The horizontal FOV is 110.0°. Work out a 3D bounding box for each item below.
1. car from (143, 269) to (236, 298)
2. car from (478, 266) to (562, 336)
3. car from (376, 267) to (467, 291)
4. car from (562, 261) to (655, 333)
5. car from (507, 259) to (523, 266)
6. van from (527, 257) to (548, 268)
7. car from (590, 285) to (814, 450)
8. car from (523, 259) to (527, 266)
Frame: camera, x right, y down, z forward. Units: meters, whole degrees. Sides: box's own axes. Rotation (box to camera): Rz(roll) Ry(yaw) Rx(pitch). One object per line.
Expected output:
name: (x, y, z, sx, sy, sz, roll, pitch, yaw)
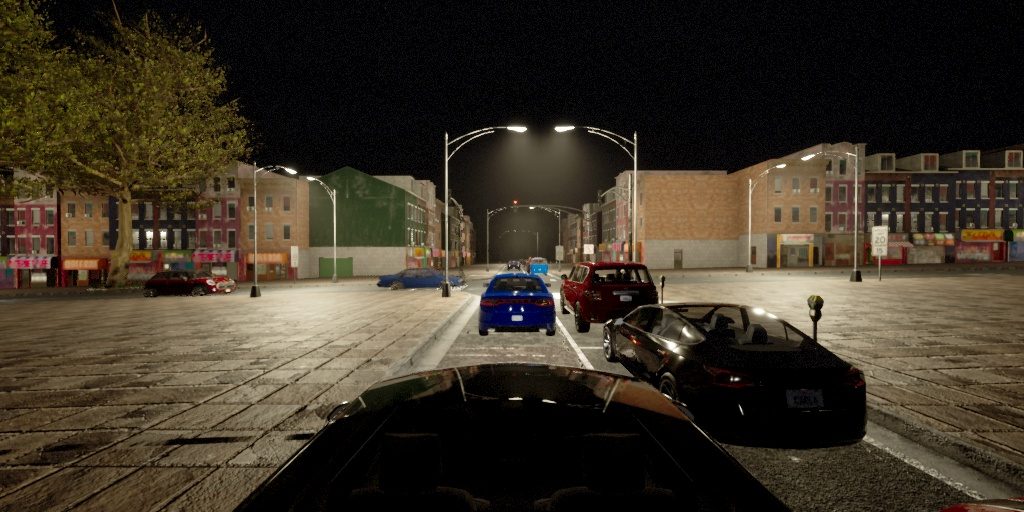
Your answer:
car: (-20.095, 1.646, 22.501, 4.553, 1.767, 2.097, -2, 1, 0)
car: (0.144, 1.227, 10.419, 1.882, 1.535, 5.008, 0, 0, 1)
car: (-5.604, 1.429, 22.464, 5.357, 1.411, 2.033, -1, 1, 0)
car: (2.666, 1.064, 10.695, 2.192, 1.841, 5.009, 0, 0, 0)
car: (0.290, 1.386, 53.199, 1.895, 1.301, 4.718, 0, 0, 0)
van: (2.760, 1.104, 37.056, 1.690, 1.789, 3.998, 0, 0, 0)
car: (2.646, 1.315, 5.293, 1.948, 1.339, 4.313, 0, 0, 0)
car: (2.779, 1.084, 42.462, 2.192, 1.841, 5.009, 0, 0, 0)
